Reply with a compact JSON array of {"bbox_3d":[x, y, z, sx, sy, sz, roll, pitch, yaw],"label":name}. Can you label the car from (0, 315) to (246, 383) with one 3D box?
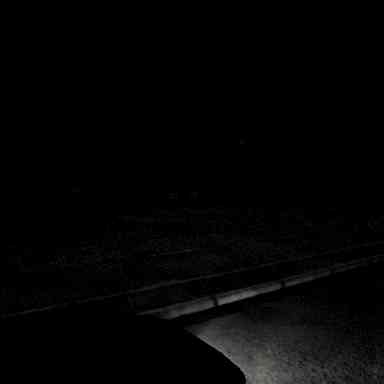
[{"bbox_3d":[-2.073,1.552,1.961,5.357,1.411,2.033,-1,0,-35],"label":"car"}]
